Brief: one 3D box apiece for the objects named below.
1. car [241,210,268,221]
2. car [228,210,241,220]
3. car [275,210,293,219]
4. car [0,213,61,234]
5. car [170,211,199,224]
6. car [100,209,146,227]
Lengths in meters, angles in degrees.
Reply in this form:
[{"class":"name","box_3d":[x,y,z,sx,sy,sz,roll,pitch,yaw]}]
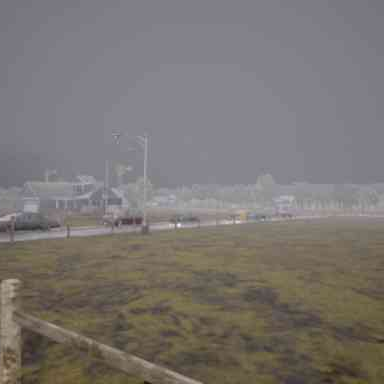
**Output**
[{"class":"car","box_3d":[9.825,3.528,49.848,2.128,1.511,4.902,0,-3,35]},{"class":"car","box_3d":[7.364,3.519,51.347,1.882,1.535,5.008,0,-3,36]},{"class":"car","box_3d":[16.378,4.000,59.117,1.882,1.535,5.008,0,-3,35]},{"class":"car","box_3d":[-12.151,2.205,23.801,2.033,1.411,5.357,0,-2,34]},{"class":"car","box_3d":[-0.793,3.017,39.937,1.994,1.385,4.181,0,-3,35]},{"class":"car","box_3d":[-6.514,2.400,31.848,2.097,1.767,4.553,0,-3,35]}]
